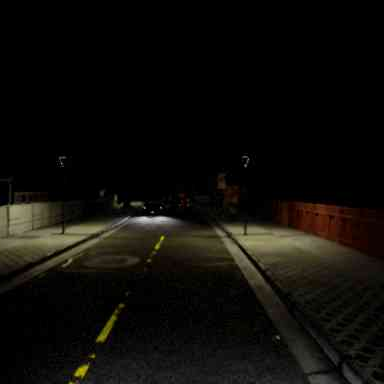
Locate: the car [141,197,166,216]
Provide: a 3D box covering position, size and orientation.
[{"bbox_3d":[-3.620,1.450,31.347,1.895,1.301,4.718,0,0,-4],"label":"car"}]

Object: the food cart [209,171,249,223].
[{"bbox_3d":[2.688,0.337,25.379,2.280,3.560,4.660,0,1,-3],"label":"food cart"}]

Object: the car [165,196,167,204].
[{"bbox_3d":[-3.695,1.327,56.967,2.033,1.411,5.357,0,0,-12],"label":"car"}]

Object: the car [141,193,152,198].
[{"bbox_3d":[-9.891,1.087,72.069,2.097,1.767,4.553,0,0,-13],"label":"car"}]

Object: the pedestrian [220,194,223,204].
[{"bbox_3d":[2.519,1.036,28.164,0.375,1.860,0.375,-1,1,-12],"label":"pedestrian"}]

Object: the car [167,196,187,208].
[{"bbox_3d":[-1.806,1.314,43.157,1.837,1.490,4.892,0,0,-7],"label":"car"}]
